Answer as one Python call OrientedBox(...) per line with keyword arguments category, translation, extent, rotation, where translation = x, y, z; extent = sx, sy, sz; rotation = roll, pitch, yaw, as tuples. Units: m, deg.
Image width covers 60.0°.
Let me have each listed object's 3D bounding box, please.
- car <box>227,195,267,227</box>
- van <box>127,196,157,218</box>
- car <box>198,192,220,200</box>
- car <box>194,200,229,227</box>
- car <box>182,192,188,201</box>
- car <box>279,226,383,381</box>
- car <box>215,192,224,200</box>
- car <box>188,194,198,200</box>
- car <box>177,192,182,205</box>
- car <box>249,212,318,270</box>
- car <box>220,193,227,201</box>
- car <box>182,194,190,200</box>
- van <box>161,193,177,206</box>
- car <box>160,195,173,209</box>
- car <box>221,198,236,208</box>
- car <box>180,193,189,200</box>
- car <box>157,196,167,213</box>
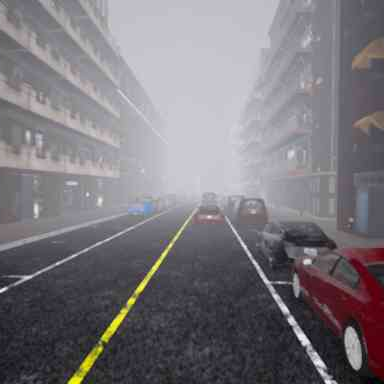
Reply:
OrientedBox(category="car", translation=(3.737, 1.258, 22.005), extent=(2.192, 1.841, 5.009), rotation=(0, 0, 3))
OrientedBox(category="van", translation=(-4.311, 1.186, 28.114), extent=(1.690, 1.788, 3.998), rotation=(0, 0, 3))
OrientedBox(category="car", translation=(2.292, 1.058, 44.523), extent=(2.150, 2.045, 5.566), rotation=(1, 0, 3))
OrientedBox(category="car", translation=(1.162, 1.483, 22.138), extent=(1.994, 1.385, 4.181), rotation=(1, 0, 3))
OrientedBox(category="car", translation=(-2.060, 1.008, 73.369), extent=(2.192, 1.841, 5.009), rotation=(0, 0, 3))
OrientedBox(category="car", translation=(2.899, 1.548, 5.379), extent=(1.887, 1.381, 4.507), rotation=(0, 0, 3))
OrientedBox(category="car", translation=(6.878, 1.051, 84.229), extent=(2.192, 1.841, 5.009), rotation=(0, 0, 3))
OrientedBox(category="car", translation=(0.634, 1.101, 73.138), extent=(1.812, 1.442, 4.674), rotation=(1, 0, 3))
OrientedBox(category="car", translation=(-3.213, 1.082, 50.743), extent=(2.192, 1.841, 5.009), rotation=(0, 0, 3))
OrientedBox(category="car", translation=(3.167, 1.550, 10.694), extent=(1.947, 1.339, 4.313), rotation=(0, 0, 3))
OrientedBox(category="car", translation=(4.308, 1.218, 33.320), extent=(2.192, 1.841, 5.009), rotation=(0, 0, 3))
OrientedBox(category="car", translation=(-1.488, 1.224, 84.683), extent=(1.947, 1.339, 4.313), rotation=(0, 0, 3))
OrientedBox(category="van", translation=(-3.470, 1.127, 45.085), extent=(1.690, 1.788, 3.998), rotation=(0, 0, 3))
OrientedBox(category="car", translation=(-3.743, 1.388, 39.427), extent=(1.802, 1.307, 4.206), rotation=(0, 0, 3))
OrientedBox(category="car", translation=(4.881, 1.447, 44.633), extent=(1.802, 1.307, 4.206), rotation=(0, 0, 3))
OrientedBox(category="car", translation=(-1.774, 1.116, 79.026), extent=(1.967, 1.590, 4.097), rotation=(0, 0, 3))
OrientedBox(category="car", translation=(-4.025, 1.407, 33.771), extent=(1.802, 1.307, 4.206), rotation=(0, 0, 3))
